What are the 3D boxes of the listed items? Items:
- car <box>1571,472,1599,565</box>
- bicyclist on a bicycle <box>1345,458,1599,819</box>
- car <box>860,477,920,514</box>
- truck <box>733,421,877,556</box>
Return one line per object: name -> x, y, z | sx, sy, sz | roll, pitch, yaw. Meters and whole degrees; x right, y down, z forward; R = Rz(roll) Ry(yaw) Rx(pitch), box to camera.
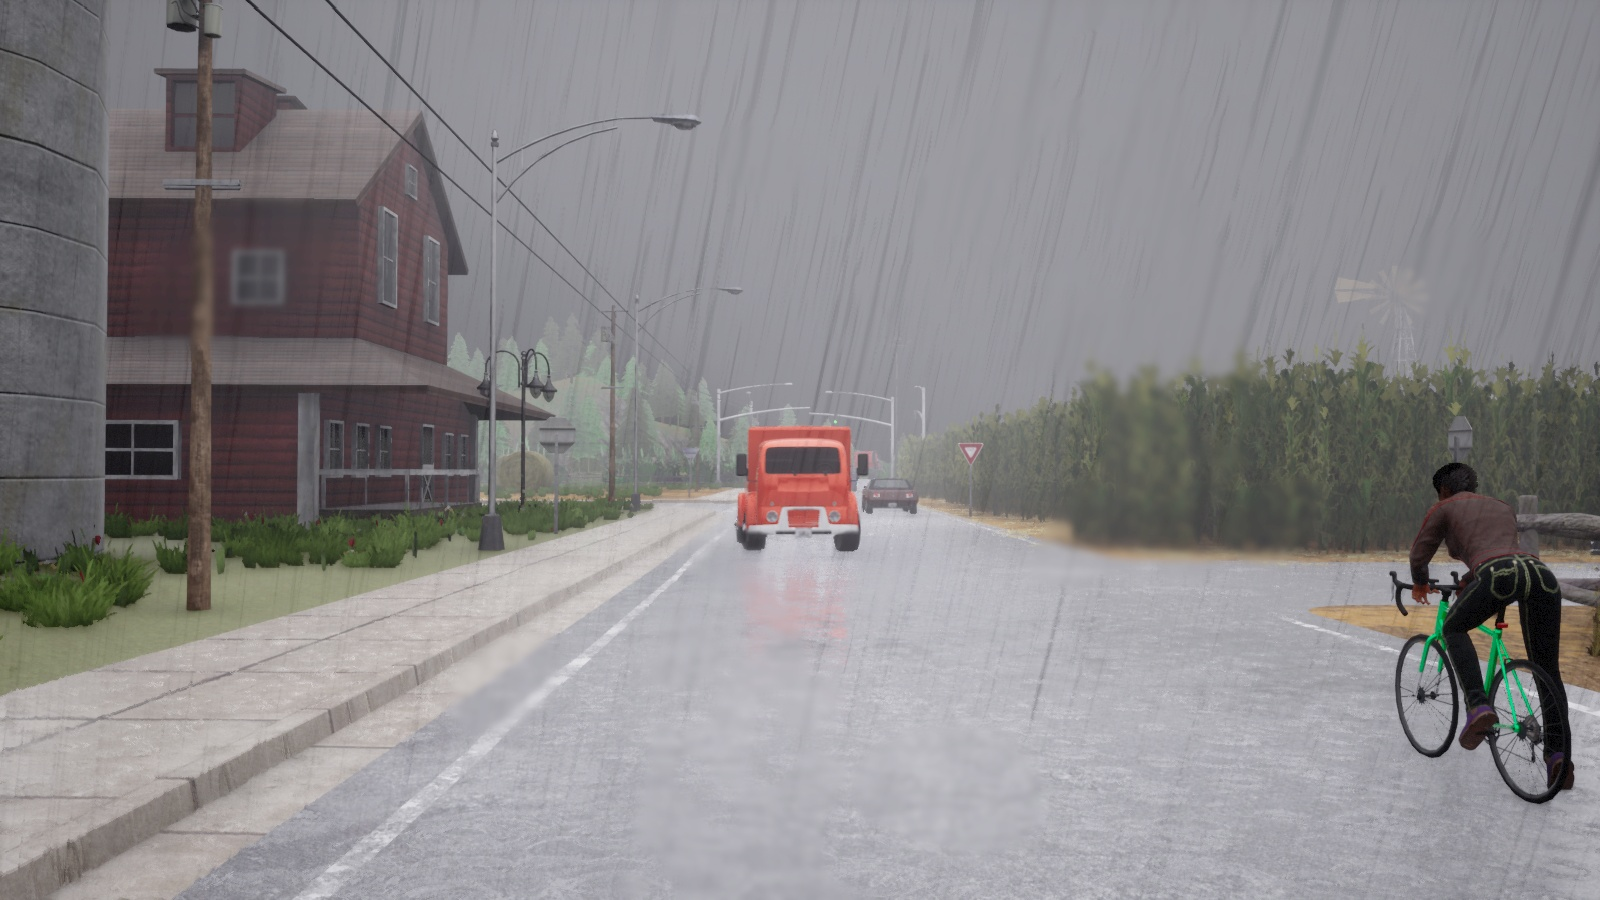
car -> 15.334, 1.094, 20.049 | 4.892, 1.490, 1.837 | 0, -1, 0
bicyclist on a bicycle -> 3.478, 0.862, 6.486 | 0.582, 1.620, 1.656 | 0, -1, 0
car -> 3.352, 1.697, 47.613 | 1.895, 1.301, 4.718 | 0, -1, 0
truck -> -0.018, 0.762, 25.773 | 2.627, 2.467, 5.204 | -1, -1, -2
